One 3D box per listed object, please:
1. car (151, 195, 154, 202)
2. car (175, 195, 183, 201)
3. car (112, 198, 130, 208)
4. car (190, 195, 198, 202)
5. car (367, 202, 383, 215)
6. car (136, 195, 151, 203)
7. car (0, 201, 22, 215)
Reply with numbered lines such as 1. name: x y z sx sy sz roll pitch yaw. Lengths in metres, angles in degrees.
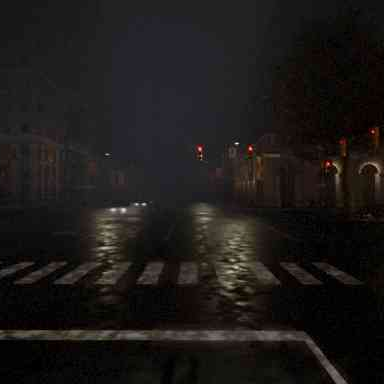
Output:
1. car: -10.094 1.478 78.182 1.882 1.535 5.008 0 0 1
2. car: -3.087 1.449 78.631 2.128 1.511 4.902 0 0 1
3. car: -10.454 1.601 49.145 1.895 1.301 4.718 0 0 0
4. car: 0.412 1.450 78.586 2.128 1.511 4.902 0 0 1
5. car: 19.573 1.564 32.742 4.181 1.385 1.994 0 0 0
6. car: -10.241 1.601 67.848 1.895 1.301 4.718 0 0 1
7. car: -19.798 1.601 33.276 4.718 1.301 1.895 0 0 -13
